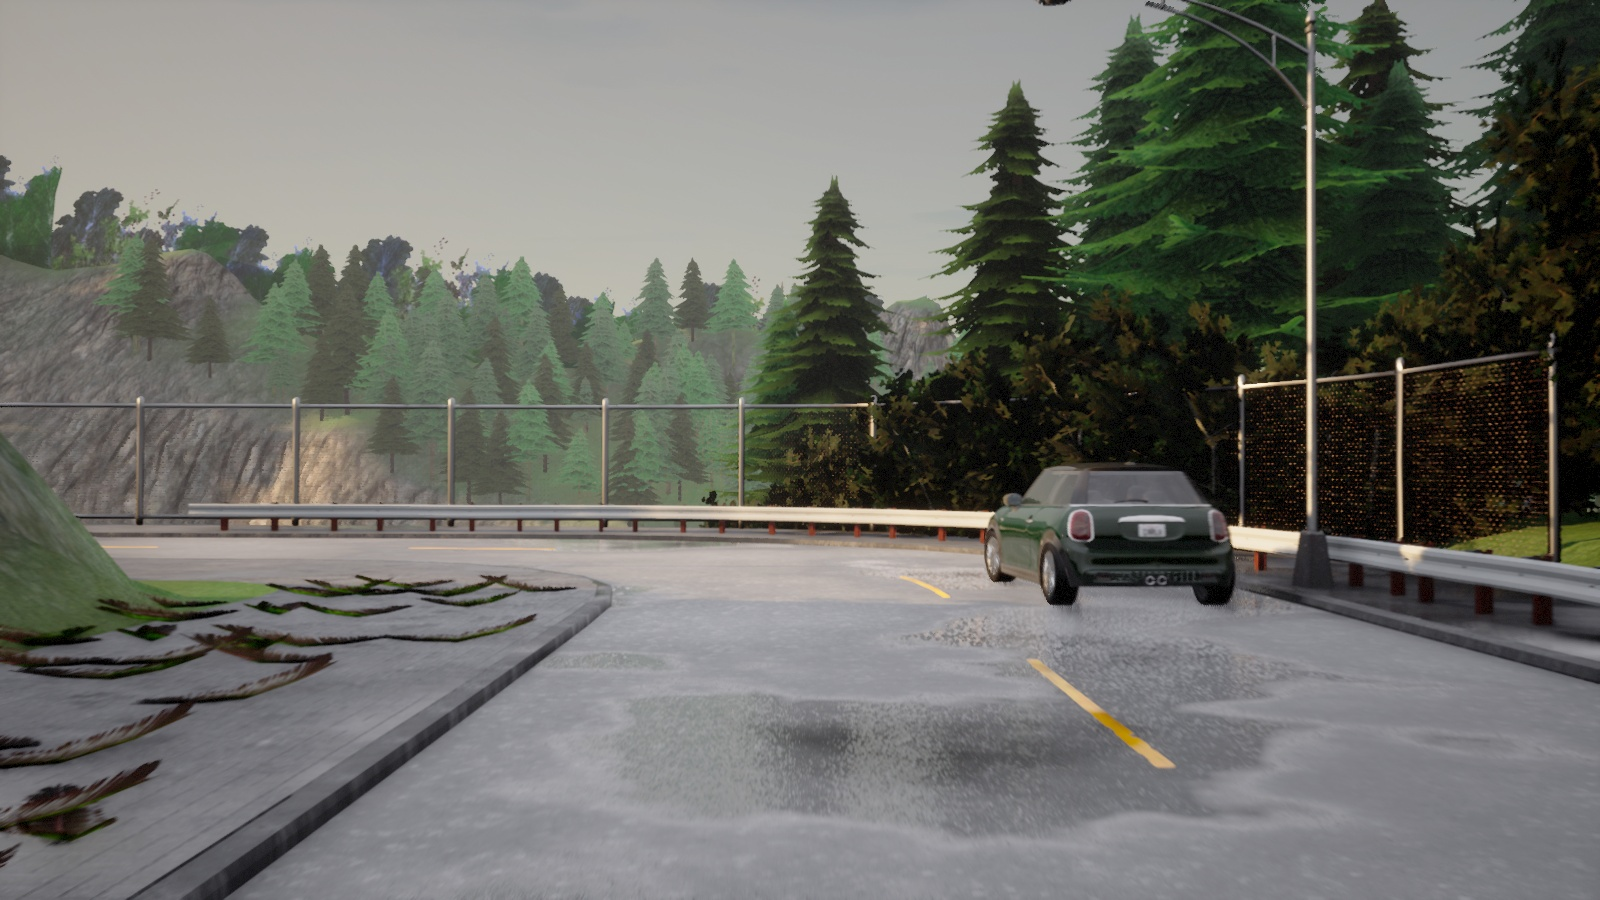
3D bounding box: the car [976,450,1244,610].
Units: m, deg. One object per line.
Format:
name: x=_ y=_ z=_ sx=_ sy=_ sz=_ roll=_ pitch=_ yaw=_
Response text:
car: x=3.792 y=0.932 z=16.327 sx=2.097 sy=1.767 sz=4.553 roll=0 pitch=-1 yaw=-4
